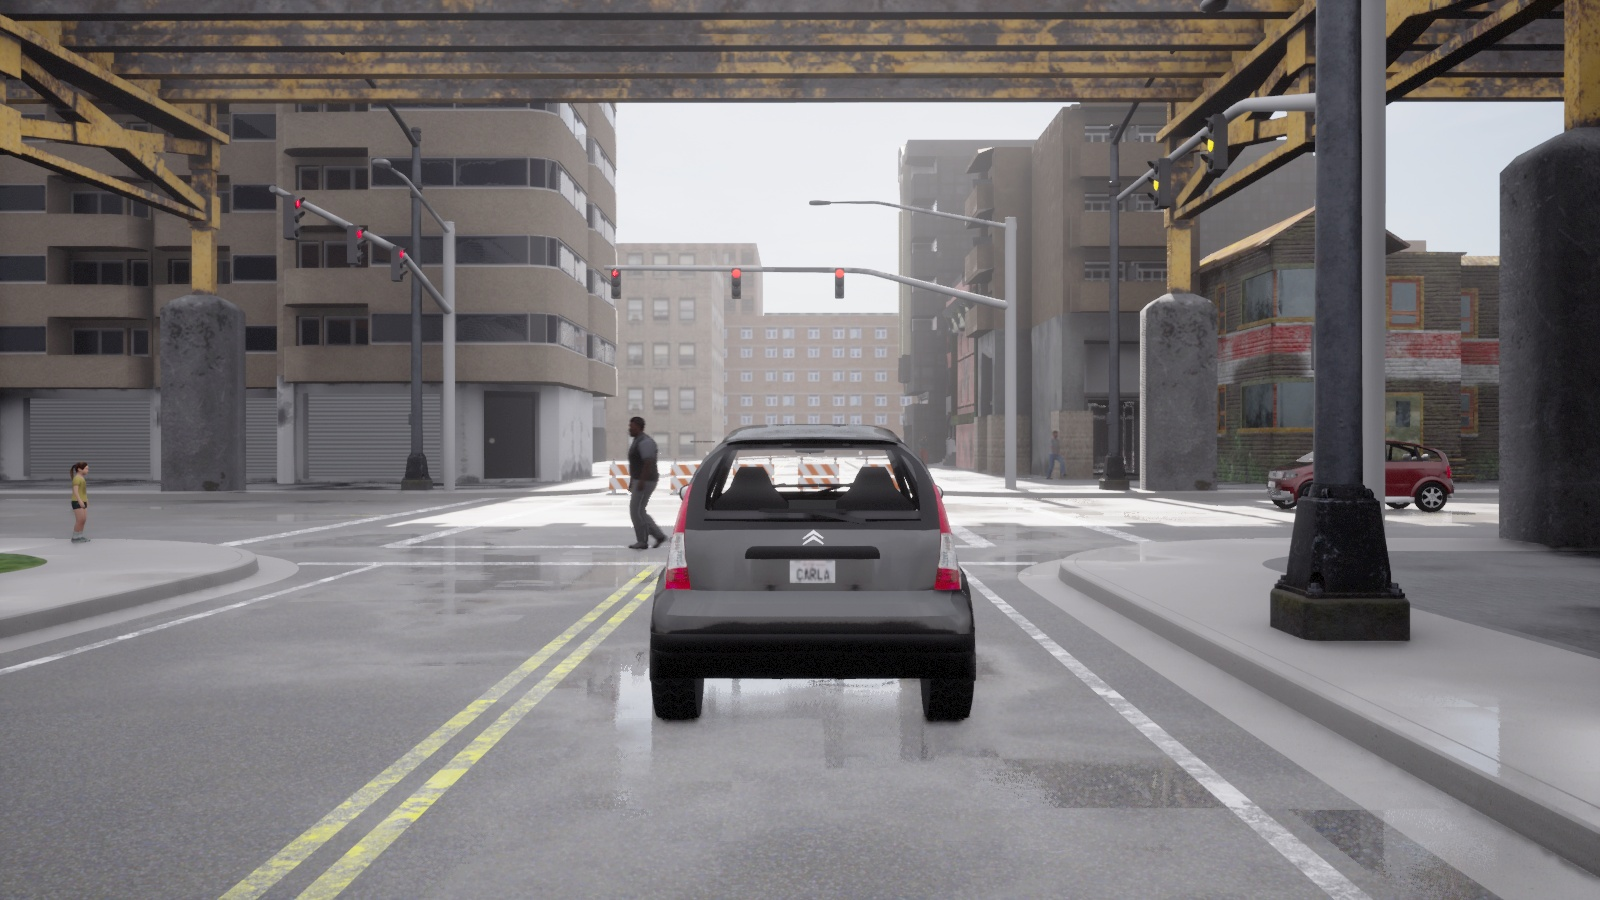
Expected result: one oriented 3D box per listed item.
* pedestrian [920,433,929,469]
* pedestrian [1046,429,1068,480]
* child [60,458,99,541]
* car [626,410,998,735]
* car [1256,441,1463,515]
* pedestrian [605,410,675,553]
[{"bbox_3d":[6.527,0.045,65.801,0.353,1.847,0.614,0,0,-4],"label":"pedestrian"},{"bbox_3d":[9.313,0.162,45.510,0.354,1.836,0.706,0,0,-38],"label":"pedestrian"},{"bbox_3d":[-9.805,0.673,17.102,0.394,1.110,0.255,0,0,-10],"label":"child"},{"bbox_3d":[0.073,0.598,8.243,1.851,1.617,3.988,0,0,0],"label":"car"},{"bbox_3d":[12.146,0.580,27.426,3.705,1.549,1.789,0,0,0],"label":"car"},{"bbox_3d":[-2.162,0.410,16.921,0.849,1.883,0.563,0,0,-19],"label":"pedestrian"}]
